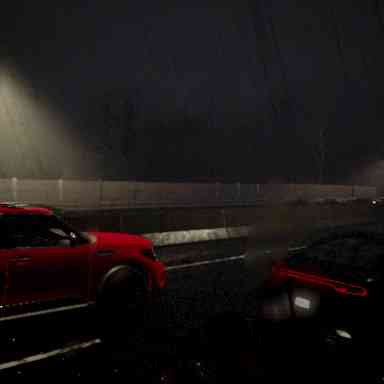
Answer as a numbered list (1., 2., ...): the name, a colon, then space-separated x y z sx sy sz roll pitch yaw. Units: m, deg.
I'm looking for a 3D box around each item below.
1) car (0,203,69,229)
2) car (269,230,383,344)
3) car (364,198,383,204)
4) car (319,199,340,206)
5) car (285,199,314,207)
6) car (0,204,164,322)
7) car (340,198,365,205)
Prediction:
1. car: -10.830 1.530 22.060 4.674 1.442 1.812 0 0 -36
2. car: 3.646 1.480 6.344 5.008 1.535 1.882 0 0 -35
3. car: 21.470 1.526 36.469 4.902 1.511 2.128 0 0 -35
4. car: 18.101 1.600 42.656 4.181 1.385 1.994 0 0 -35
5. car: 14.228 1.597 44.198 4.181 1.385 1.994 0 0 -35
6. car: -3.217 1.220 5.749 5.566 2.045 2.150 0 0 -35
7. car: 20.351 1.541 39.963 4.892 1.490 1.837 0 0 -35
